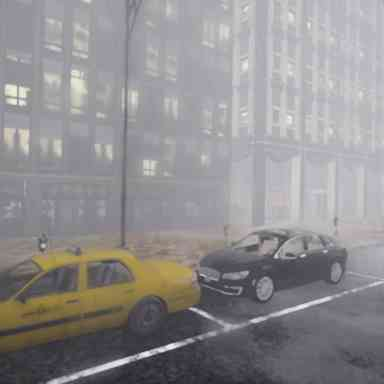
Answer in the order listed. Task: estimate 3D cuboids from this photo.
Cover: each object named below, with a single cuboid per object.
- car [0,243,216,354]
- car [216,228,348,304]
[{"bbox_3d":[-2.112,1.536,5.201,4.829,1.417,1.752,1,0,-35],"label":"car"},{"bbox_3d":[2.106,1.610,8.210,4.403,1.369,2.008,1,0,-35],"label":"car"}]
